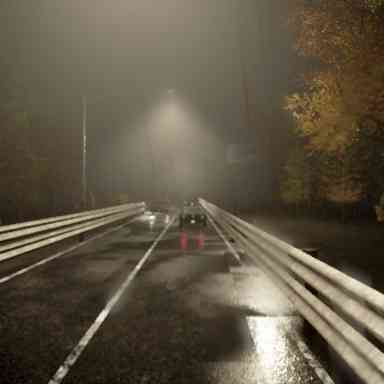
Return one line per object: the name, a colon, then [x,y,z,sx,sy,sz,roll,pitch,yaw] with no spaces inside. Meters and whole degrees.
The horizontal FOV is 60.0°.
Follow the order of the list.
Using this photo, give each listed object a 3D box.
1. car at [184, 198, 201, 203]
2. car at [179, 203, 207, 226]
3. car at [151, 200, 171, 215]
car: [0.027,1.537,41.878,2.097,1.767,4.553,0,0,0]
car: [0.065,1.705,24.375,1.895,1.301,4.718,0,0,0]
car: [-3.407,1.639,36.803,1.882,1.535,5.008,0,0,0]
